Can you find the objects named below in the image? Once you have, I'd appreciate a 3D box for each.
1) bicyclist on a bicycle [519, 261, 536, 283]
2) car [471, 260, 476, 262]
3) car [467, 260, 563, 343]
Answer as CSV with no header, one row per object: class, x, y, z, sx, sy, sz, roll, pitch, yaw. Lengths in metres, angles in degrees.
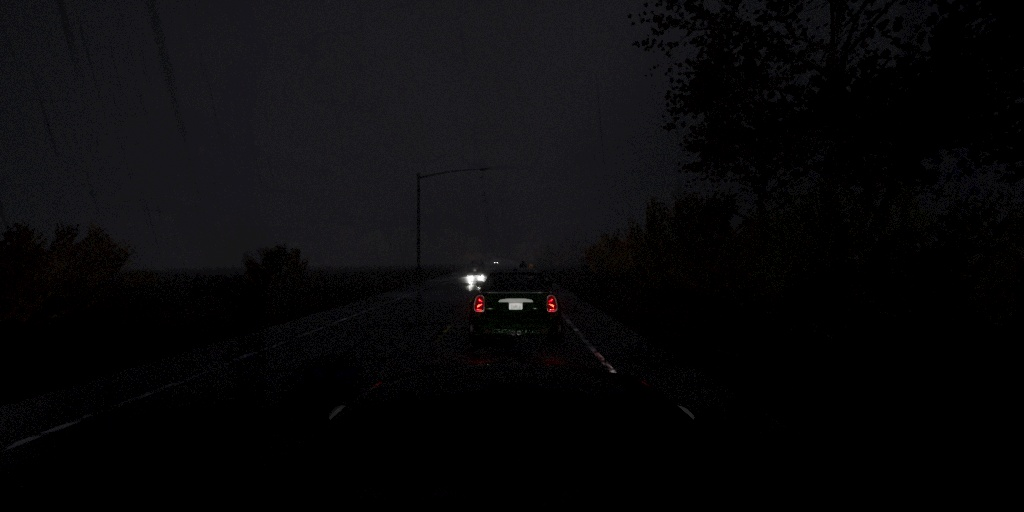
bicyclist on a bicycle,0.904,1.177,17.173,0.866,1.612,1.509,0,0,0
car,-3.826,1.220,39.217,2.128,1.511,4.902,0,0,-1
car,0.072,1.097,9.829,2.097,1.767,4.553,0,0,0
